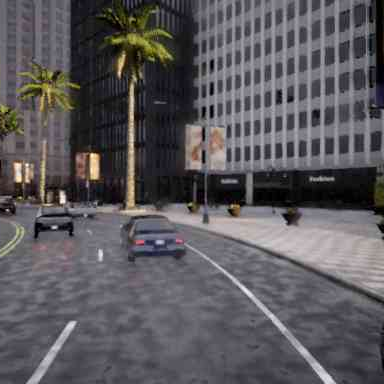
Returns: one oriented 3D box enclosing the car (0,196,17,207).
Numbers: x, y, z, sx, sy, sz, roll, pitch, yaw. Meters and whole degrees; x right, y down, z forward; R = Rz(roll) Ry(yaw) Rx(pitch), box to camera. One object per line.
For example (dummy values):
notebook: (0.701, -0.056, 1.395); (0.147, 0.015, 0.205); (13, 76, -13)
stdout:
car: (-29.597, 1.417, 52.449); (4.892, 1.521, 2.231); (0, 0, 44)

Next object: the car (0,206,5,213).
car: (-9.365, 1.527, 13.426); (2.033, 1.411, 5.357); (0, 0, -19)

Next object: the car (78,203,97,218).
car: (-9.961, 1.581, 28.557); (1.895, 1.301, 4.718); (0, 0, -39)

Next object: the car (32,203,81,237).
car: (-7.558, 1.476, 18.138); (2.128, 1.511, 4.902); (0, 0, -24)

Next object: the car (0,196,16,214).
car: (-19.191, 1.463, 33.297); (1.837, 1.490, 4.892); (0, 0, -45)

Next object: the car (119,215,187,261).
car: (-1.624, 1.546, 12.346); (2.033, 1.411, 5.357); (0, 0, -15)

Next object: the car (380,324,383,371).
car: (2.979, 1.226, 0.972); (2.150, 2.045, 5.566); (0, 0, 0)
